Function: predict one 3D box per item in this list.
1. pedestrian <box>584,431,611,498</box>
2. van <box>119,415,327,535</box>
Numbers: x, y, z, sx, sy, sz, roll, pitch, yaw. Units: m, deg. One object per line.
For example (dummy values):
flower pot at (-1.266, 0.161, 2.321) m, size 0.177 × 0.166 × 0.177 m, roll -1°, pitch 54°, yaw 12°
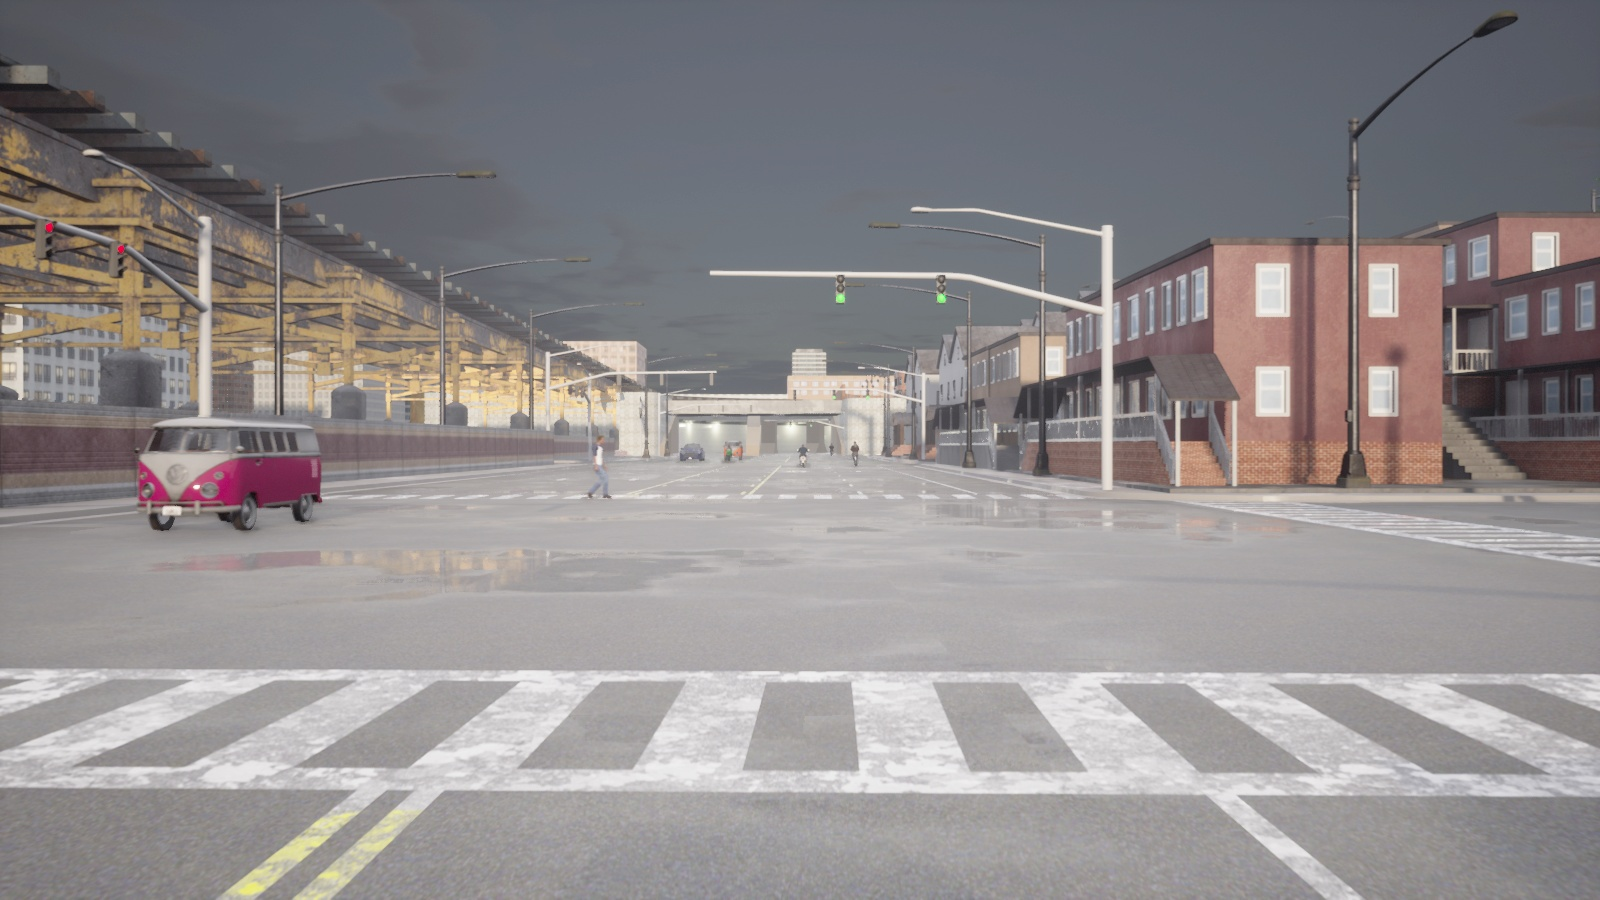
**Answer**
pedestrian at (-5.601, 0.395, 34.781) m, size 0.706 × 1.836 × 0.354 m, roll 0°, pitch 0°, yaw 0°
van at (-10.425, 0.403, 23.075) m, size 1.775 × 1.987 × 4.442 m, roll 0°, pitch 0°, yaw 0°
